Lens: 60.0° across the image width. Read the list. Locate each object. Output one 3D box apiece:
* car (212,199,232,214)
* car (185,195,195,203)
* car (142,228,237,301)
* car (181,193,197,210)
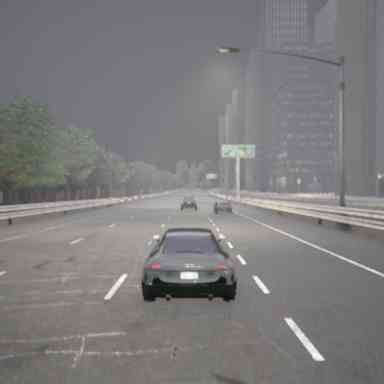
[{"bbox_3d":[3.266,1.540,36.343,2.128,1.511,4.902,0,0,0],"label":"car"},{"bbox_3d":[-0.475,1.537,74.123,2.128,1.511,4.902,0,0,0],"label":"car"},{"bbox_3d":[-0.070,1.581,8.399,1.994,1.385,4.181,0,0,-1],"label":"car"},{"bbox_3d":[-0.389,1.409,44.029,2.097,1.767,4.553,0,0,0],"label":"car"}]
